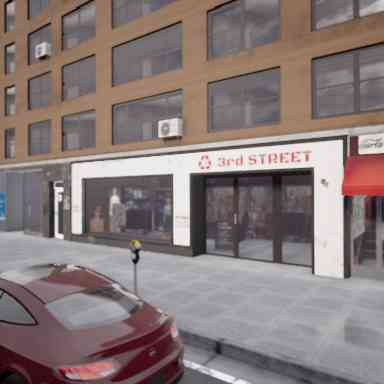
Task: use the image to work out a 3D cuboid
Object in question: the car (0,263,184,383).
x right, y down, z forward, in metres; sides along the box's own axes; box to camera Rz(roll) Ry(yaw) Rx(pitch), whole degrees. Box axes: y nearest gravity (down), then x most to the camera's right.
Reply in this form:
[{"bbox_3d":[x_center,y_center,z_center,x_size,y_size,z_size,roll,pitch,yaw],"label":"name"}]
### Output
[{"bbox_3d":[-2.023,1.601,4.257,4.206,1.307,1.802,0,0,36],"label":"car"}]
